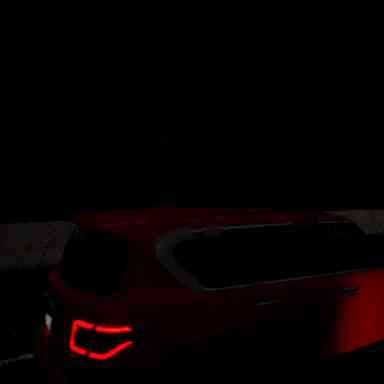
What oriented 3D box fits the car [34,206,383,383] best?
[{"bbox_3d":[1.036,1.209,4.298,5.566,2.045,2.150,0,0,-31],"label":"car"}]
